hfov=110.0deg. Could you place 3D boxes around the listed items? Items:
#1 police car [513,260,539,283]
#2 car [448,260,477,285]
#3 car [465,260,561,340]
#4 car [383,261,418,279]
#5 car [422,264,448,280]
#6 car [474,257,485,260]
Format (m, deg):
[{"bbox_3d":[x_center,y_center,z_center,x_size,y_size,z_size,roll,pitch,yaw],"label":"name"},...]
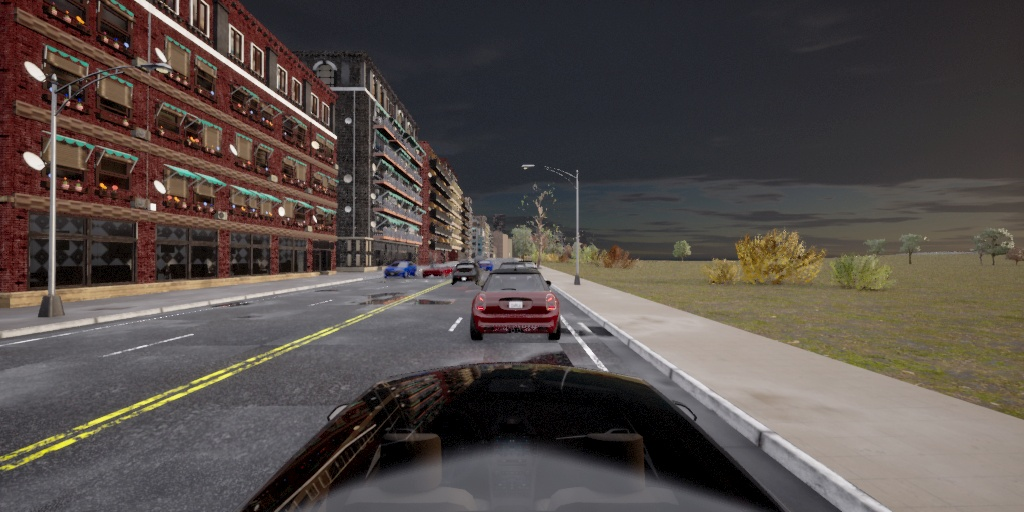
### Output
[{"bbox_3d":[1.078,1.179,29.359,1.930,1.638,5.238,0,0,0],"label":"police car"},{"bbox_3d":[-3.203,1.258,26.311,1.837,1.490,4.892,0,0,0],"label":"car"},{"bbox_3d":[0.075,1.103,10.091,2.097,1.767,4.553,0,0,0],"label":"car"},{"bbox_3d":[-9.916,1.231,32.182,1.882,1.535,5.008,0,0,0],"label":"car"},{"bbox_3d":[-6.665,1.354,32.048,1.895,1.301,4.718,0,0,0],"label":"car"},{"bbox_3d":[-3.239,1.230,44.203,1.882,1.535,5.008,0,0,0],"label":"car"}]
